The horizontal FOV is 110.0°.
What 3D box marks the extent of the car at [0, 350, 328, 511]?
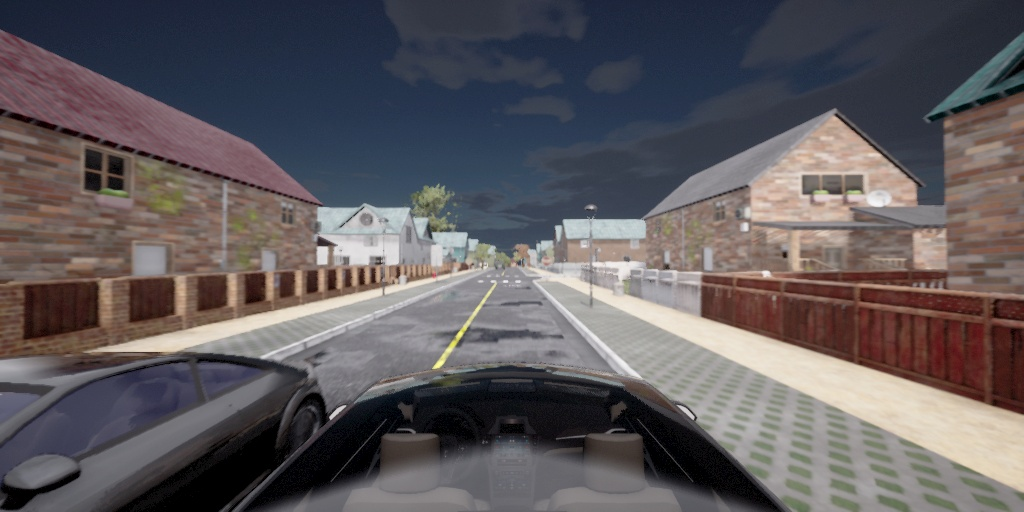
[{"bbox_3d":[-2.851,1.316,1.913,1.994,1.385,4.181,0,-1,0],"label":"car"}]
